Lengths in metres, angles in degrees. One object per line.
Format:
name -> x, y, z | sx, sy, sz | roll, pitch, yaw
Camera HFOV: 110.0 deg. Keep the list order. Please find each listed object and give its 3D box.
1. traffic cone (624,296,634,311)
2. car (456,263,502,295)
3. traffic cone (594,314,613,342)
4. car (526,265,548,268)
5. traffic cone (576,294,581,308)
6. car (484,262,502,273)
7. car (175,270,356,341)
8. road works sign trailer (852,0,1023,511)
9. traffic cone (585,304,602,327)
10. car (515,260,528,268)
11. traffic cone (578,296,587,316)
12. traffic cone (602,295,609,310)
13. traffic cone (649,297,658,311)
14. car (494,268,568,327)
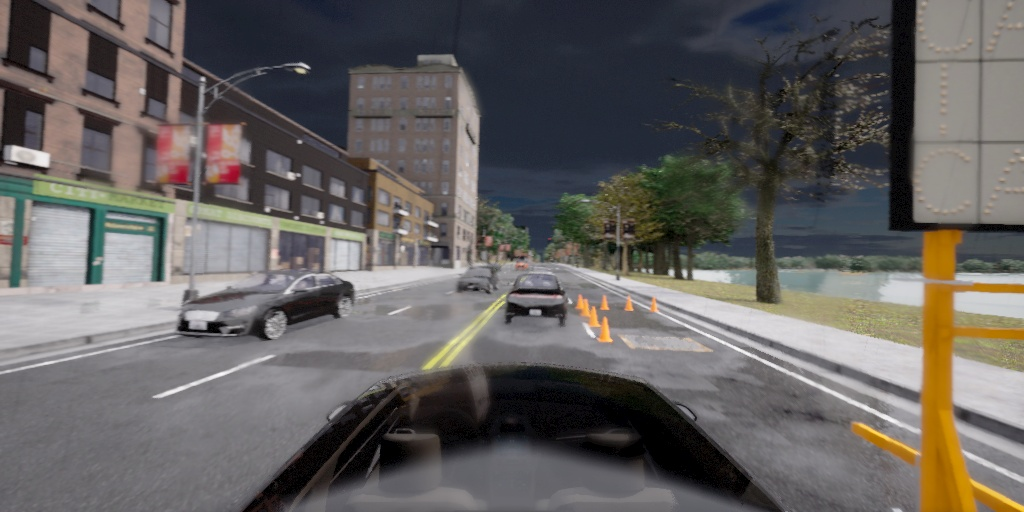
traffic cone -> 4.837, 1.939, 14.843 | 0.340, 0.580, 0.340 | 0, 0, 5
car -> -1.881, 1.361, 20.777 | 1.837, 1.490, 4.892 | 1, 0, 5
traffic cone -> 2.334, 1.829, 9.035 | 0.340, 0.580, 0.340 | 0, 0, 5
car -> 2.589, 1.647, 32.592 | 1.895, 1.301, 4.718 | 1, 0, 5
traffic cone -> 2.845, 1.889, 15.014 | 0.340, 0.580, 0.340 | 0, 0, 5
car -> -2.591, 1.597, 50.480 | 1.895, 1.301, 4.718 | 1, 0, 5
car -> -6.092, 1.154, 9.643 | 2.128, 1.511, 4.902 | 1, 0, 5
road works sign trailer -> 3.113, 0.297, 1.944 | 2.380, 3.560, 2.880 | 0, 0, 5
traffic cone -> 2.504, 1.849, 11.028 | 0.340, 0.580, 0.340 | 0, 0, 5
car -> 1.745, 1.501, 62.482 | 2.097, 1.767, 4.553 | 1, 0, 6
traffic cone -> 2.675, 1.869, 13.021 | 0.340, 0.580, 0.340 | 0, 0, 5
traffic cone -> 3.841, 1.914, 14.928 | 0.340, 0.580, 0.340 | 0, 0, 5
traffic cone -> 5.833, 1.964, 14.757 | 0.340, 0.580, 0.340 | 0, 0, 5
car -> 0.850, 1.352, 12.218 | 2.128, 1.511, 4.902 | 1, 0, 5
